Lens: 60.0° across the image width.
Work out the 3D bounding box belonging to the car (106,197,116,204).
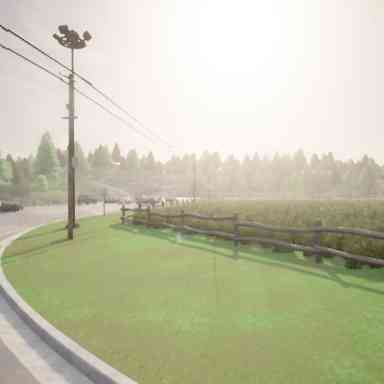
[{"bbox_3d":[-16.670,1.794,71.025,2.033,1.411,5.357,0,0,9],"label":"car"}]

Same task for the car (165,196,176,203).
[{"bbox_3d":[-5.045,1.768,77.622,2.128,1.511,4.902,0,0,9],"label":"car"}]

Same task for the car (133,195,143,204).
[{"bbox_3d":[-9.995,1.832,68.354,1.895,1.301,4.718,0,0,9],"label":"car"}]

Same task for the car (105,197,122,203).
[{"bbox_3d":[-18.814,1.832,80.202,2.033,1.411,5.357,0,0,9],"label":"car"}]

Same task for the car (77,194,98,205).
[{"bbox_3d":[-20.820,1.481,66.355,2.150,2.045,5.566,0,0,9],"label":"car"}]

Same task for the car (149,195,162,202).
[{"bbox_3d":[-8.496,1.587,78.214,1.837,1.490,4.892,0,0,9],"label":"car"}]

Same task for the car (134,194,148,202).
[{"bbox_3d":[-11.961,1.455,78.711,2.097,1.767,4.553,0,0,9],"label":"car"}]

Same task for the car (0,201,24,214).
[{"bbox_3d":[-21.618,1.724,37.848,2.033,1.411,5.357,0,0,9],"label":"car"}]

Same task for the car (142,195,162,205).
[{"bbox_3d":[-7.259,1.704,62.396,1.837,1.490,4.892,0,-2,8],"label":"car"}]

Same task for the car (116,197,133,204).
[{"bbox_3d":[-13.446,1.749,68.944,1.812,1.442,4.674,0,0,9],"label":"car"}]
